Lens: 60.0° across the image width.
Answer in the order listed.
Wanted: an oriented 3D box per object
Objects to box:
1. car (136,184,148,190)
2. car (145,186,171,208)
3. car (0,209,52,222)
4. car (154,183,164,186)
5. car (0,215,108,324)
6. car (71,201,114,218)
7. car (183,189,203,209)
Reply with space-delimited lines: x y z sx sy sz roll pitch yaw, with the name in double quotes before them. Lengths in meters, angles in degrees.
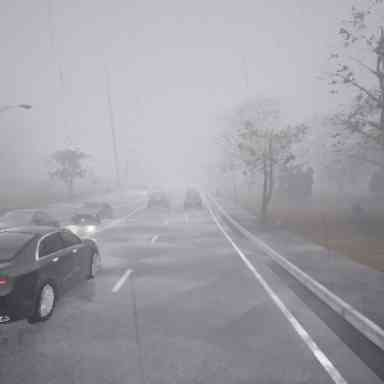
"car" -10.513 -1.064 70.331 1.895 1.301 4.718 0 3 0
"car" -3.407 0.664 35.091 2.097 1.767 4.553 0 3 0
"car" -7.100 1.485 14.037 1.812 1.442 4.674 0 0 0
"car" -7.013 -1.182 70.355 1.882 1.535 5.008 0 3 0
"car" -3.402 1.484 7.110 1.837 1.490 4.892 0 0 0
"car" -7.095 1.373 24.298 2.033 1.411 5.357 0 2 0
"car" 0.095 0.851 34.242 2.128 1.511 4.902 0 3 0
